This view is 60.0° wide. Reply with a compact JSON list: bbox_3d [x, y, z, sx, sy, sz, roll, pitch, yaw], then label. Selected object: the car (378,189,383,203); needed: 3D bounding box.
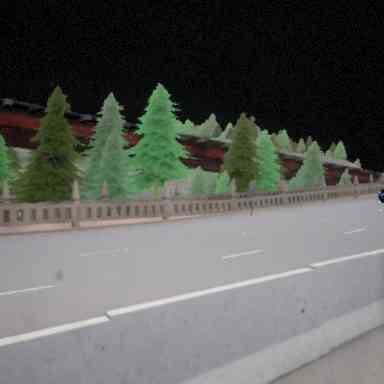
[{"bbox_3d":[19.549,-0.090,30.829,5.566,2.045,2.150,-4,2,-35],"label":"car"}]
